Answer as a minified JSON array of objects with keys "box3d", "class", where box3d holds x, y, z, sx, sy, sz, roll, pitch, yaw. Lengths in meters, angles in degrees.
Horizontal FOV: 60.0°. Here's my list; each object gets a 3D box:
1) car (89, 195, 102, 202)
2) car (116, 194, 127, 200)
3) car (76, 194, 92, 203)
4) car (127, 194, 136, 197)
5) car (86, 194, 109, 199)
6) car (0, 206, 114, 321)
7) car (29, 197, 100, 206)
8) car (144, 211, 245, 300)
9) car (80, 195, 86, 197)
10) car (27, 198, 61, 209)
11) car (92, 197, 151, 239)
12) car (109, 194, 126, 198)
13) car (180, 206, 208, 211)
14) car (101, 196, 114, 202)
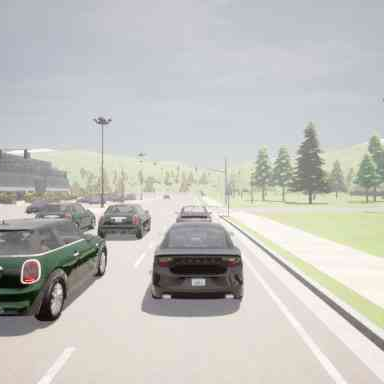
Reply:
[{"box3d":[-23.157,1.552,79.806,1.994,1.385,4.181,0,0,0],"class":"car"},{"box3d":[-19.637,1.475,92.625,1.882,1.535,5.008,0,0,0],"class":"car"},{"box3d":[-23.170,1.355,71.476,2.097,1.767,4.553,0,0,0],"class":"car"},{"box3d":[-16.145,1.355,87.840,2.097,1.767,4.553,0,0,0],"class":"car"},{"box3d":[-16.185,1.525,57.101,1.812,1.442,4.674,0,0,-1],"class":"car"},{"box3d":[-3.389,1.352,7.428,2.097,1.767,4.553,0,0,0],"class":"car"},{"box3d":[-6.919,1.352,18.531,2.097,1.767,4.553,0,0,0],"class":"car"},{"box3d":[0.112,1.478,8.478,1.882,1.535,5.008,0,0,0],"class":"car"},{"box3d":[-19.757,1.505,63.455,1.837,1.490,4.892,0,0,2],"class":"car"},{"box3d":[-20.583,1.564,46.478,1.994,1.385,4.181,0,0,17],"class":"car"},{"box3d":[-3.415,1.352,17.551,2.097,1.767,4.553,0,0,0],"class":"car"},{"box3d":[-16.168,1.500,72.866,1.837,1.490,4.892,0,0,0],"class":"car"},{"box3d":[0.096,1.491,17.896,2.128,1.511,4.902,0,0,0],"class":"car"},{"box3d":[-19.660,1.552,77.979,1.994,1.385,4.181,0,0,0],"class":"car"}]
